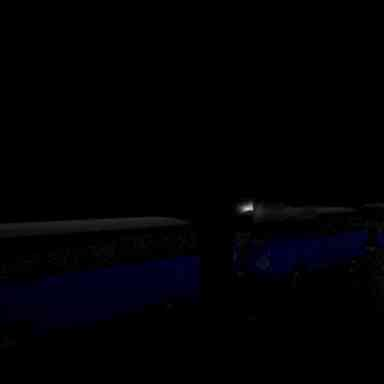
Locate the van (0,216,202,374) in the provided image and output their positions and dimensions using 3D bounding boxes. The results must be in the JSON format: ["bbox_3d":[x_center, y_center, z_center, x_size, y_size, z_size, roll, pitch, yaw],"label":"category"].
[{"bbox_3d":[-1.741,1.330,5.305,3.998,1.788,1.690,0,0,-35],"label":"van"}]

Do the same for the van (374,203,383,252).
[{"bbox_3d":[7.358,1.254,11.786,3.998,1.788,1.690,0,0,-35],"label":"van"}]

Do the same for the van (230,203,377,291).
[{"bbox_3d":[2.809,1.292,8.546,3.998,1.788,1.690,0,0,-35],"label":"van"}]
